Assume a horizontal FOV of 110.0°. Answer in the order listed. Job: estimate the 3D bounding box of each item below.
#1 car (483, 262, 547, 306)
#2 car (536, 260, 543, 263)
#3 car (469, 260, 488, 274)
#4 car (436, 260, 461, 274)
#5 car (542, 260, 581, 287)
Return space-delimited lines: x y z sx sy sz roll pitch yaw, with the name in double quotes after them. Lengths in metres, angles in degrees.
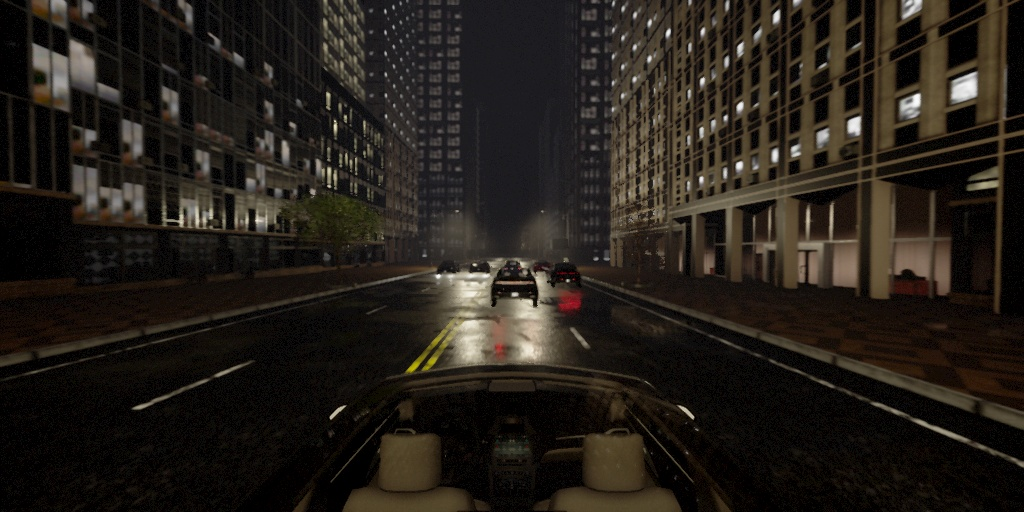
0.099 1.177 15.394 2.128 1.511 4.902 0 0 0 "car"
3.321 1.122 40.415 1.994 1.385 4.181 0 0 0 "car"
-3.261 1.140 37.117 1.994 1.385 4.181 0 0 0 "car"
-6.507 1.120 37.535 2.033 1.411 5.357 0 0 0 "car"
3.263 1.154 23.261 1.837 1.490 4.892 0 1 0 "car"
